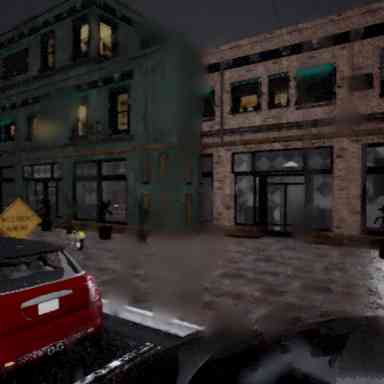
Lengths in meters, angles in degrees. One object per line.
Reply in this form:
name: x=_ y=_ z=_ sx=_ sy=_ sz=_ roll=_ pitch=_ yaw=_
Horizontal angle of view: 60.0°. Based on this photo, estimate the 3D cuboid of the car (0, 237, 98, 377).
car: x=-3.350 y=1.433 z=5.210 sx=4.097 sy=1.590 sz=1.967 roll=0 pitch=1 yaw=35

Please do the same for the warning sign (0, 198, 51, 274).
warning sign: x=-4.764 y=1.102 z=9.112 sx=1.060 sy=1.860 sz=1.300 roll=1 pitch=0 yaw=35

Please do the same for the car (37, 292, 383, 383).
car: x=1.198 y=1.557 z=2.032 sx=4.313 sy=1.339 sz=1.947 roll=0 pitch=1 yaw=35
